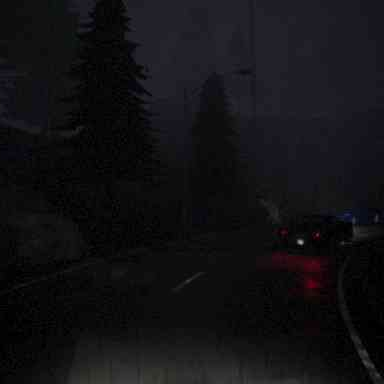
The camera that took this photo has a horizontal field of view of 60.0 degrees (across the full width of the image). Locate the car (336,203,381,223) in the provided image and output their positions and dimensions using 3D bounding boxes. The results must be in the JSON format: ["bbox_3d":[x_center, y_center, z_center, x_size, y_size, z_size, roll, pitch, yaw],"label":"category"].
[{"bbox_3d":[11.964,1.546,24.589,5.008,1.535,1.882,0,0,-34],"label":"car"}]

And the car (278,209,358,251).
[{"bbox_3d":[5.527,1.627,14.459,1.895,1.301,4.718,1,0,38],"label":"car"}]
